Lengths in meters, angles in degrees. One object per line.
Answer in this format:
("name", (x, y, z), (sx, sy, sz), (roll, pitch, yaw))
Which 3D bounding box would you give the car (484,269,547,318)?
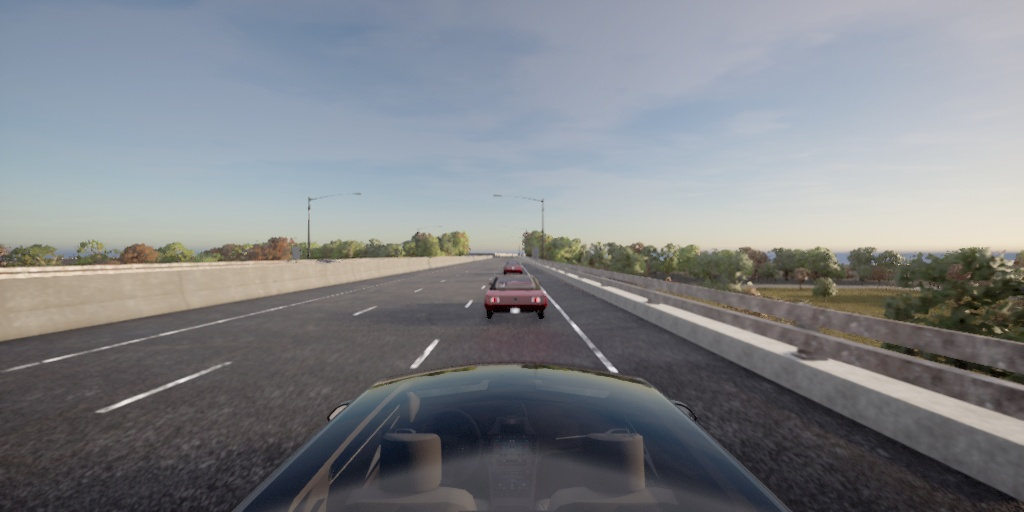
("car", (0.104, 1.308, 12.739), (1.895, 1.301, 4.718), (0, 0, 0))

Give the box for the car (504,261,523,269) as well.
("car", (0.113, 1.171, 38.281), (1.994, 1.385, 4.181), (0, 0, 0))

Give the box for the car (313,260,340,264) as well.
("car", (-17.506, 1.120, 33.625), (2.128, 1.511, 4.902), (0, 0, 1))
